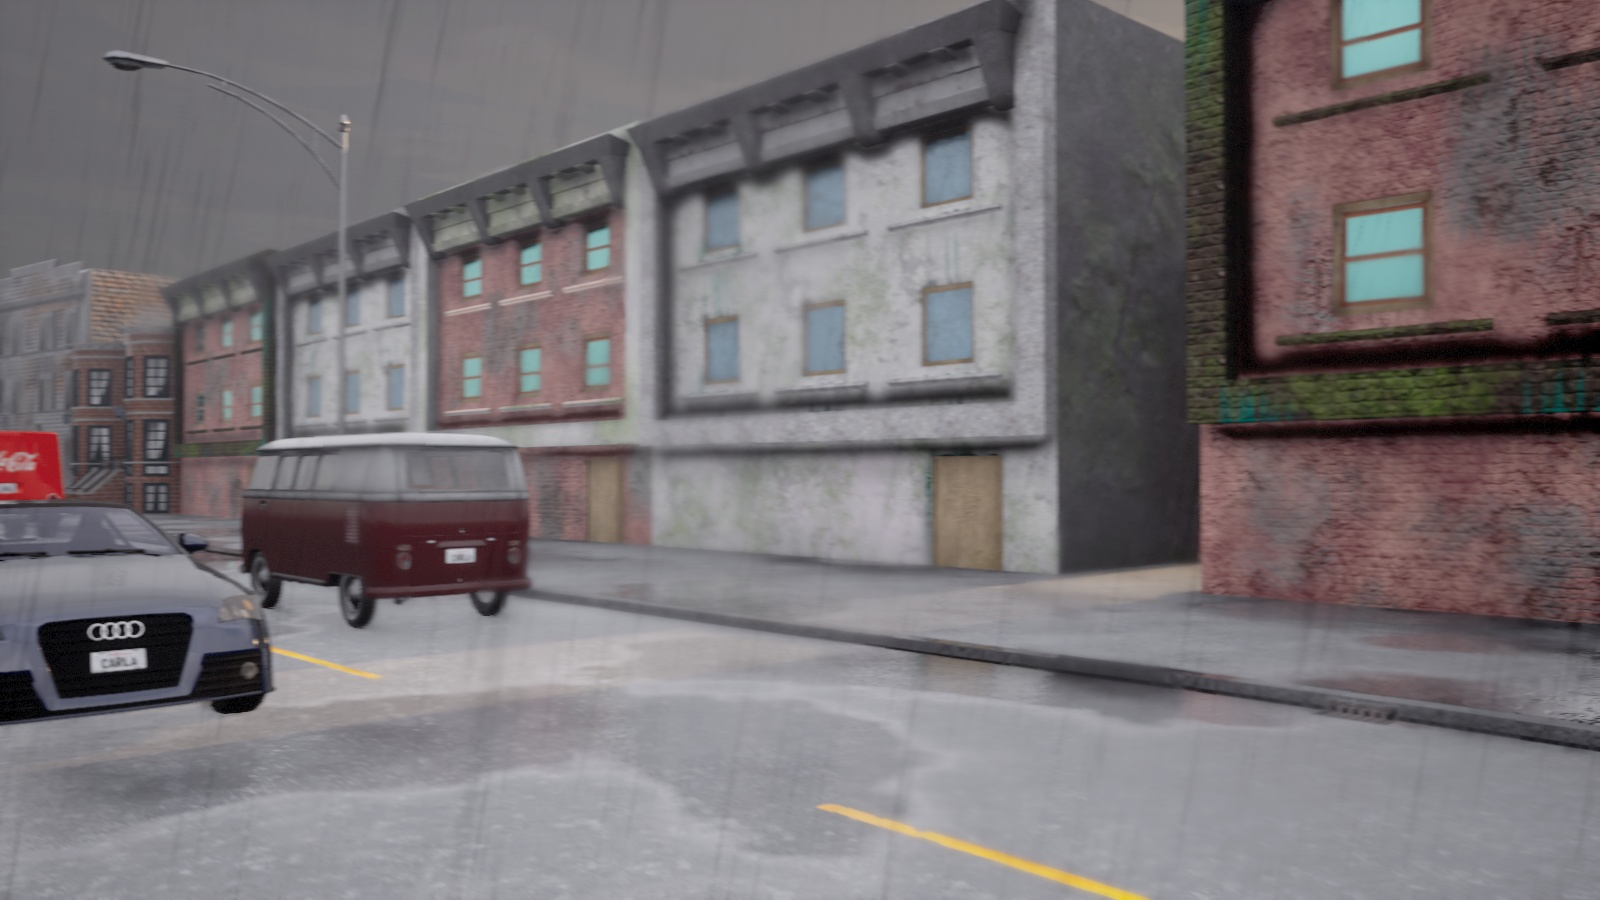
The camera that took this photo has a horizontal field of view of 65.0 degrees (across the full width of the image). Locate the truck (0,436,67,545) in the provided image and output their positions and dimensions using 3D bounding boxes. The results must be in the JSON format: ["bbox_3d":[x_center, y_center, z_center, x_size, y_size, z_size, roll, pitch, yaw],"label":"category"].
[{"bbox_3d":[-19.866,1.024,30.350,2.627,2.467,5.204,0,-3,-43],"label":"truck"}]

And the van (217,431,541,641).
[{"bbox_3d":[-4.859,0.857,14.085,1.775,1.987,4.442,0,-1,-43],"label":"van"}]

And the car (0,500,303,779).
[{"bbox_3d":[-5.194,1.076,8.543,1.994,1.385,4.181,0,-1,-43],"label":"car"}]
